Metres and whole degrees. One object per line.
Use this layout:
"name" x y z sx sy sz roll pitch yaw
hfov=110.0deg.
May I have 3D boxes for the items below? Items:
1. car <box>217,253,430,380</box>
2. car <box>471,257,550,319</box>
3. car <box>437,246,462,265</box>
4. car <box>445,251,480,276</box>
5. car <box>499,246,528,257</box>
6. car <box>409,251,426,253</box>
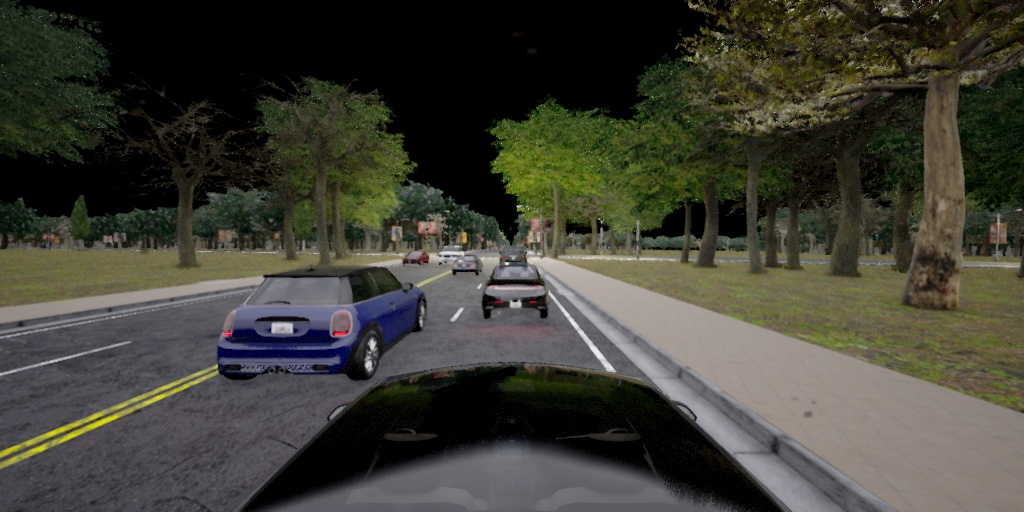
"car" -3.149 0.947 7.060 2.097 1.767 4.553 0 2 0
"car" 0.101 0.958 11.461 2.128 1.511 4.902 0 2 0
"car" -6.585 -0.094 39.010 2.150 2.045 5.566 0 2 0
"car" -3.142 0.598 25.889 2.033 1.411 5.357 0 2 0
"car" 0.106 0.172 29.501 2.150 2.045 5.566 0 2 0
"car" -9.834 0.218 36.999 1.882 1.535 5.008 0 2 0
